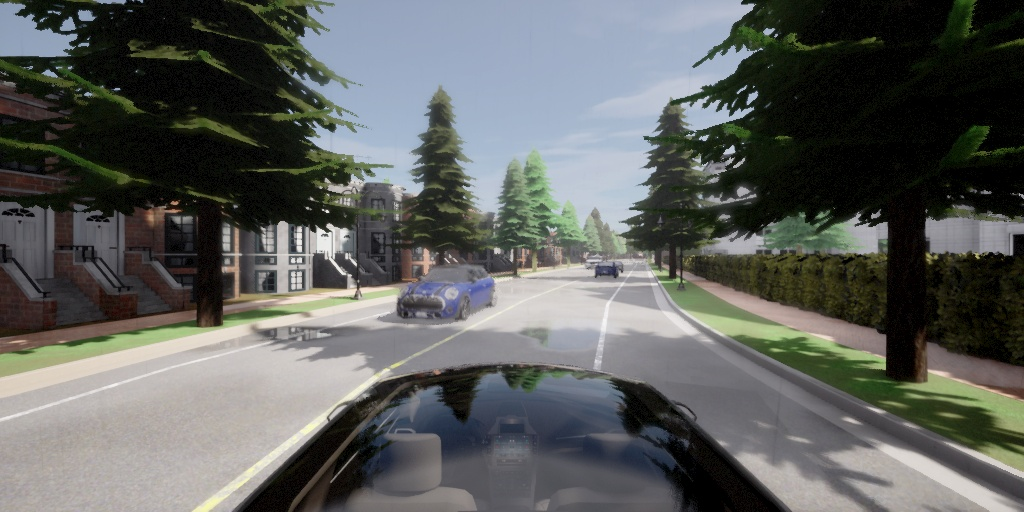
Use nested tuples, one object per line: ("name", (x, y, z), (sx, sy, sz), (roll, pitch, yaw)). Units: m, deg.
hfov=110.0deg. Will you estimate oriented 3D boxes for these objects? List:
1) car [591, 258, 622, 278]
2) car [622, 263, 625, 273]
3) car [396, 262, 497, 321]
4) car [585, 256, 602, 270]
("car", (8.964, 1.227, 33.632), (1.882, 1.535, 5.008), (0, 0, 20))
("car", (12.720, 1.297, 43.923), (2.033, 1.411, 5.357), (0, 0, 19))
("car", (-2.076, 1.102, 12.517), (2.097, 1.767, 4.553), (0, 0, 14))
("car", (12.324, 0.970, 53.626), (2.150, 2.045, 5.566), (0, 0, 20))
